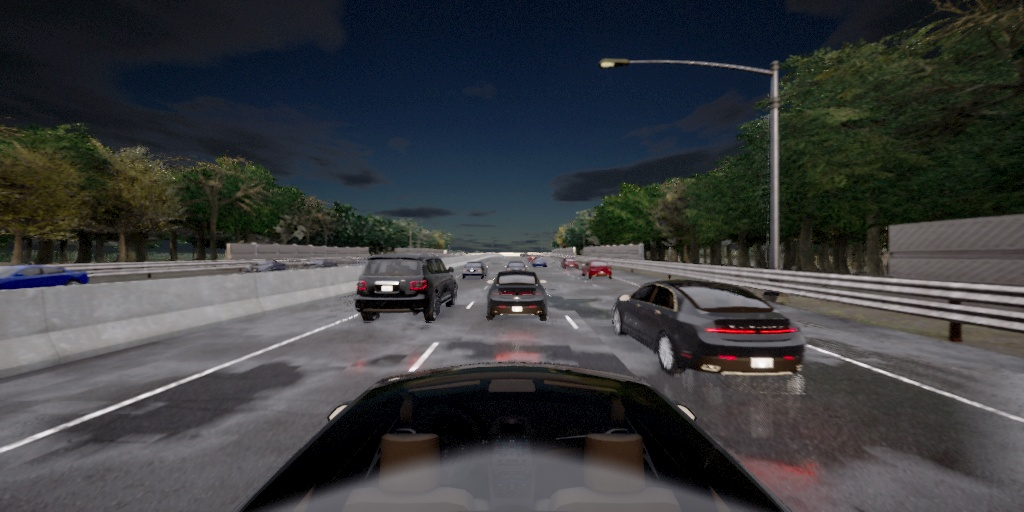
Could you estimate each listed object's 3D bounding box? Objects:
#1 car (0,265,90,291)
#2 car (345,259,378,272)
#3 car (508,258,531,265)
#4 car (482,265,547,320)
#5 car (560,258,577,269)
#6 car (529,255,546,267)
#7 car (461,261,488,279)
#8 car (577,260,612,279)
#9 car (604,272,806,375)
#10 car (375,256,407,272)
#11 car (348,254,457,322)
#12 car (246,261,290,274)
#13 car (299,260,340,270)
[{"bbox_3d":[-23.772,1.201,17.264,1.882,1.535,5.008,0,0,-2],"label":"car"},{"bbox_3d":[-17.229,1.076,41.315,1.994,1.385,4.181,0,1,1],"label":"car"},{"bbox_3d":[0.351,1.171,31.266,2.033,1.411,5.357,0,1,1],"label":"car"},{"bbox_3d":[0.167,1.244,12.561,1.837,1.490,4.892,0,0,0],"label":"car"},{"bbox_3d":[7.480,0.959,46.943,1.812,1.442,4.674,0,1,1],"label":"car"},{"bbox_3d":[3.987,0.900,53.873,1.994,1.385,4.181,0,1,1],"label":"car"},{"bbox_3d":[-3.153,1.175,30.888,2.033,1.411,5.357,0,1,1],"label":"car"},{"bbox_3d":[7.165,1.107,30.724,1.882,1.535,5.008,0,1,2],"label":"car"},{"bbox_3d":[3.523,1.250,7.452,1.837,1.490,4.892,0,0,0],"label":"car"},{"bbox_3d":[-13.733,0.867,41.120,2.097,1.767,4.553,0,1,1],"label":"car"},{"bbox_3d":[-3.339,0.961,12.324,2.150,2.045,5.566,0,0,0],"label":"car"},{"bbox_3d":[-24.250,1.146,35.764,1.994,1.385,4.181,0,1,0],"label":"car"},{"bbox_3d":[-20.766,1.091,38.881,2.033,1.411,5.357,0,1,1],"label":"car"}]
